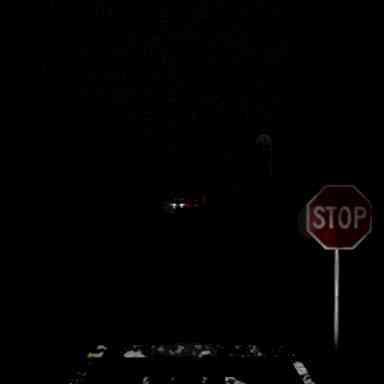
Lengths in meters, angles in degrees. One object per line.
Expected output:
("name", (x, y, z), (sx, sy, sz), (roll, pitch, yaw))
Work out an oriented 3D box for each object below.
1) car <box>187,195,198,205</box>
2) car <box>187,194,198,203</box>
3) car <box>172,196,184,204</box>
("car", (0.098, 1.564, 61.220), (1.812, 1.442, 4.674), (0, 0, 0))
("car", (0.111, 1.337, 71.208), (2.097, 1.767, 4.553), (0, 0, 0))
("car", (-2.645, 1.571, 65.421), (1.812, 1.442, 4.674), (0, 0, 0))
